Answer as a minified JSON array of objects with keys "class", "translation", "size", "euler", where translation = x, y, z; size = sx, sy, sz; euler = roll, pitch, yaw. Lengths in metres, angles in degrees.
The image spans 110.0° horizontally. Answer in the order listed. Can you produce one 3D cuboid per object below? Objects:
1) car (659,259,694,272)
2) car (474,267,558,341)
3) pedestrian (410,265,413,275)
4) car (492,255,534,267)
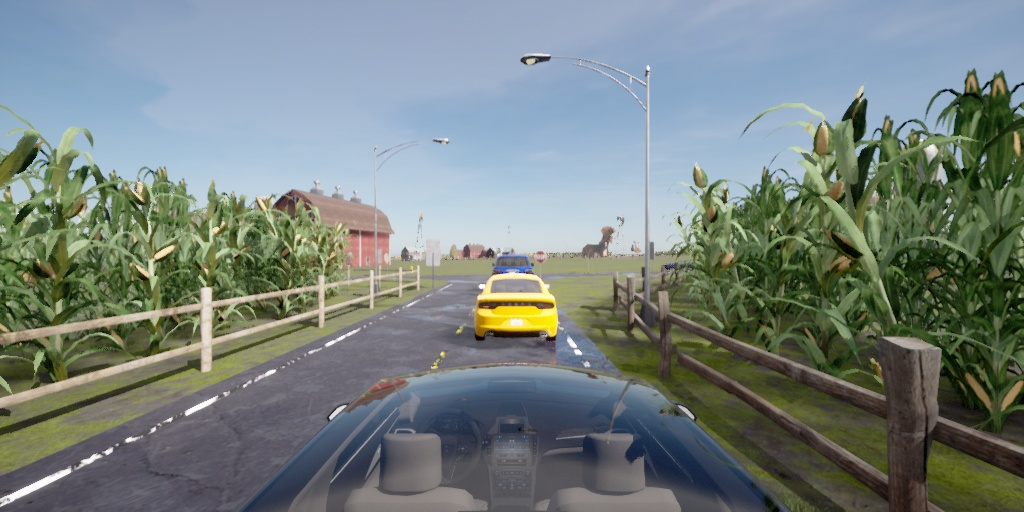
[{"class":"car","translation":[18.148,1.004,37.804],"size":[4.718,1.301,1.895],"euler":[-1,0,-5]},{"class":"car","translation":[0.072,1.221,9.905],"size":[1.882,1.535,5.008],"euler":[0,0,-1]},{"class":"pedestrian","translation":[-11.293,1.588,40.397],"size":[0.500,1.100,0.500],"euler":[0,0,4]},{"class":"car","translation":[0.052,0.958,19.718],"size":[2.150,2.045,5.566],"euler":[0,0,0]}]
